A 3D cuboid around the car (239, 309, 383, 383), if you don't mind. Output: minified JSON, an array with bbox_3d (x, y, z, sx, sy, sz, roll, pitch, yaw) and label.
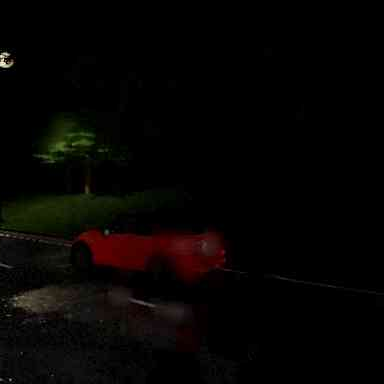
[{"bbox_3d":[2.661,1.600,2.113,4.718,1.301,1.895,0,0,36],"label":"car"}]

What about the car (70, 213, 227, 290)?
[{"bbox_3d":[-1.379,1.371,9.364,4.553,1.767,2.097,0,0,36],"label":"car"}]
